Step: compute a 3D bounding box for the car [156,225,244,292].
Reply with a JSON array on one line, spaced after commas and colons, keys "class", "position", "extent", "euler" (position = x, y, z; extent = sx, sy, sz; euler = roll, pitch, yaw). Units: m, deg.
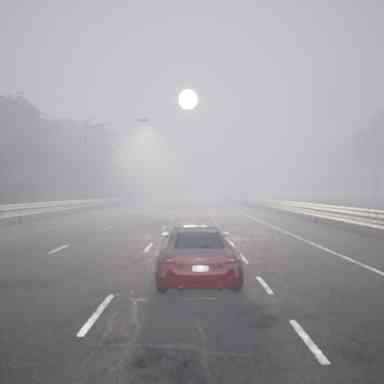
[{"class": "car", "position": [0.123, 1.560, 8.937], "extent": [1.994, 1.385, 4.181], "euler": [0, 0, -2]}]
